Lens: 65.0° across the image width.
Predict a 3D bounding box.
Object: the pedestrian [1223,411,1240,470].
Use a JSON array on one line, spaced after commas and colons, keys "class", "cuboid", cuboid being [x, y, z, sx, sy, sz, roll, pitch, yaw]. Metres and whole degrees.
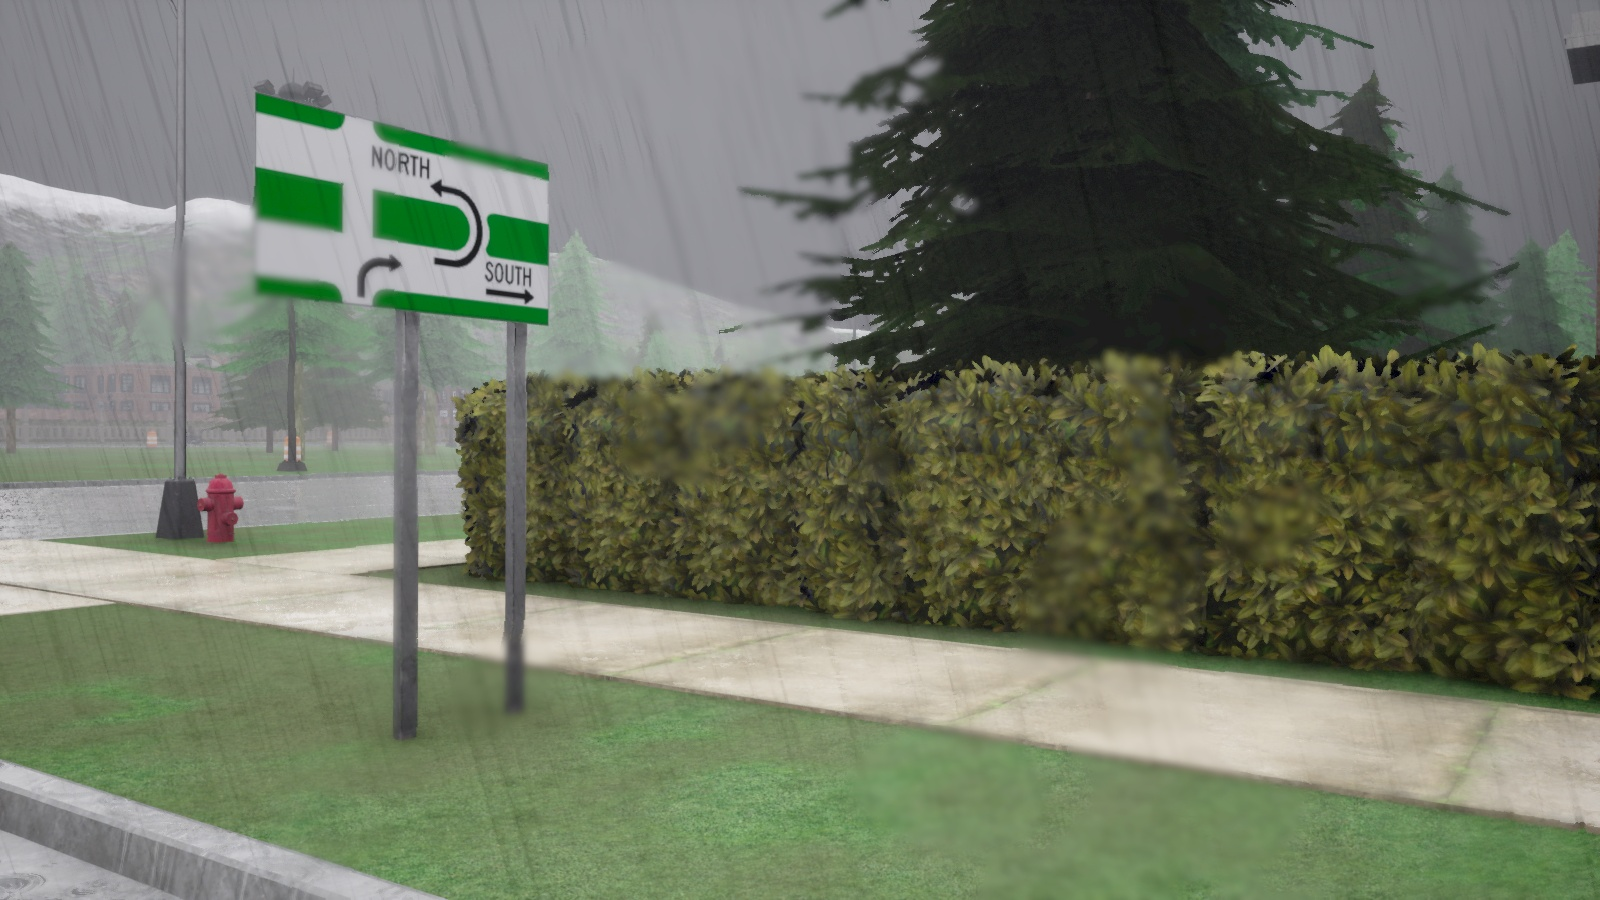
[{"class": "pedestrian", "cuboid": [13.628, -0.304, 39.634, 0.345, 1.836, 0.594, 0, 1, 34]}]
